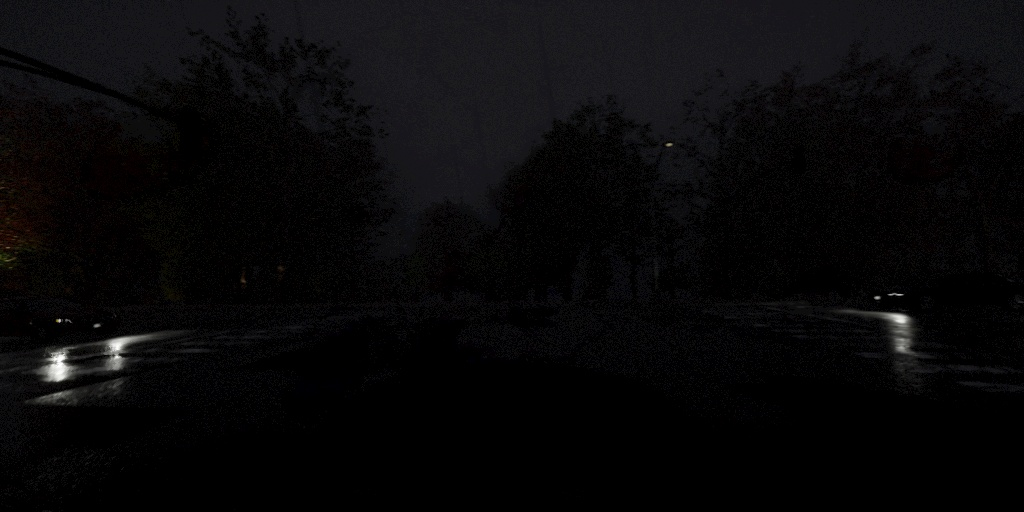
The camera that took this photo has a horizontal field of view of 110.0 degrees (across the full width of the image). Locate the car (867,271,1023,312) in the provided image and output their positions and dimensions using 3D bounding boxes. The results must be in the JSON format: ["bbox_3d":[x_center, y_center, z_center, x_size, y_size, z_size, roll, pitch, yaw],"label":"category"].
[{"bbox_3d":[17.164,1.361,14.186,4.892,1.490,1.837,-2,-3,8],"label":"car"}]

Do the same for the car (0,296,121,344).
[{"bbox_3d":[-16.111,2.103,12.219,4.674,1.442,1.812,-2,-3,7],"label":"car"}]
